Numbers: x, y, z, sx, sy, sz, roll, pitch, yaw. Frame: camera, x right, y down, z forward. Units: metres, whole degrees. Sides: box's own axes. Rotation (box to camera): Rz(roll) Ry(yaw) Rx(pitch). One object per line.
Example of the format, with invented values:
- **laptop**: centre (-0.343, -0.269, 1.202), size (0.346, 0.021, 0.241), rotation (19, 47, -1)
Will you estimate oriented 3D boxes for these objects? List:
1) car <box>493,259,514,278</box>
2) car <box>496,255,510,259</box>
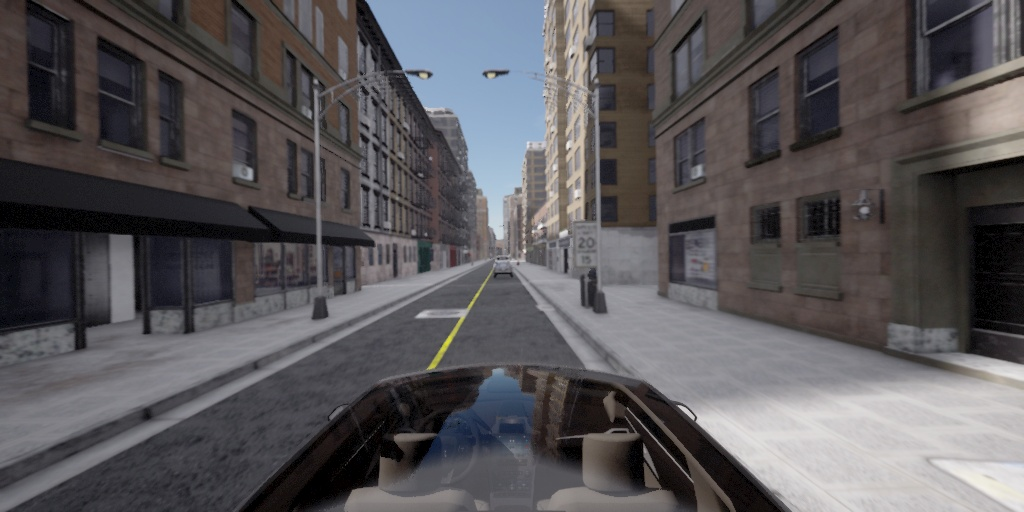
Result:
- **car**: centre (-0.815, 1.275, 34.417), size (2.033, 1.411, 5.357), rotation (-1, 0, -1)
- **car**: centre (-1.228, 0.937, 48.415), size (2.150, 2.045, 5.566), rotation (-1, 0, -1)
